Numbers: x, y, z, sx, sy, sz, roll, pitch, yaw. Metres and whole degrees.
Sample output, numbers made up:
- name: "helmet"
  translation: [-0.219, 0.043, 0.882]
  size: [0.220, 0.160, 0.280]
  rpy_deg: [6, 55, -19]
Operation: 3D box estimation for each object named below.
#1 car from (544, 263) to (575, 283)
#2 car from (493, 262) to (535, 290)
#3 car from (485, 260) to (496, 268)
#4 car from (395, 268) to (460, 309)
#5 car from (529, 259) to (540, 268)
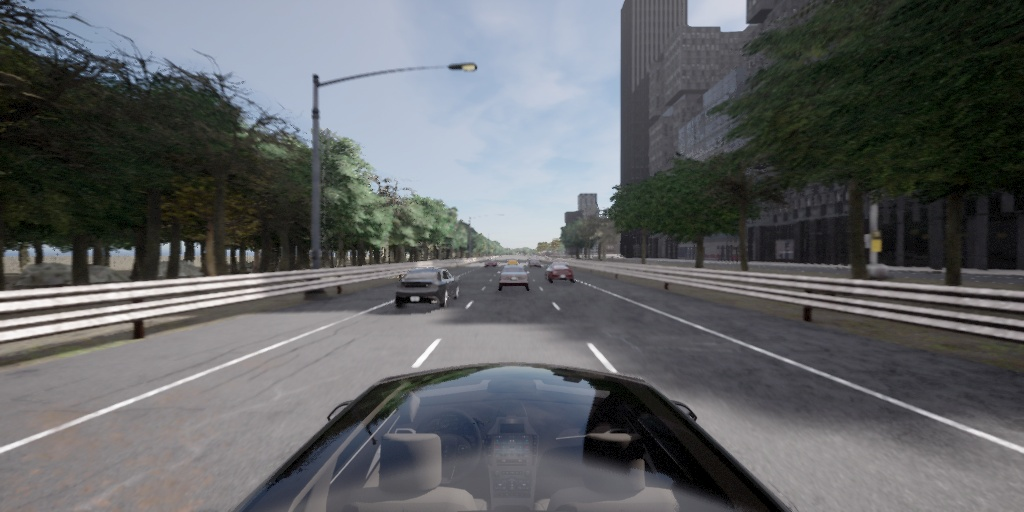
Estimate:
- name: "car"
  translation: [3.613, 1.256, 27.746]
  size: [1.812, 1.442, 4.674]
  rpy_deg: [0, 0, 0]
- name: "car"
  translation: [0.110, 1.286, 22.355]
  size: [2.033, 1.411, 5.357]
  rpy_deg: [0, 0, 0]
- name: "car"
  translation: [-3.370, 1.262, 59.325]
  size: [1.895, 1.301, 4.718]
  rpy_deg: [0, 0, 0]
- name: "car"
  translation: [-3.391, 1.252, 14.955]
  size: [1.837, 1.490, 4.892]
  rpy_deg: [0, 0, 0]
- name: "car"
  translation: [3.634, 1.209, 58.952]
  size: [2.033, 1.411, 5.357]
  rpy_deg: [0, 0, 0]
